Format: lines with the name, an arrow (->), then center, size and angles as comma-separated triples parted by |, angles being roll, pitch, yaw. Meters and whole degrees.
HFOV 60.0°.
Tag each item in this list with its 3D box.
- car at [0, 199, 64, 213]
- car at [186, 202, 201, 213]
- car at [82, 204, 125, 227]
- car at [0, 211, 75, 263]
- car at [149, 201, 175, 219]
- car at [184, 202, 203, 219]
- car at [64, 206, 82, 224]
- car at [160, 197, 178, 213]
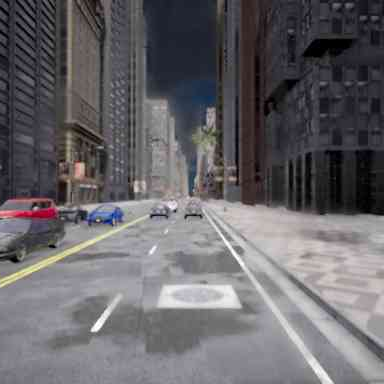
car -> -9.787, 1.408, 19.387 | 2.150, 2.045, 5.566 | 0, -1, 1
car -> 0.169, 2.016, 44.758 | 1.994, 1.385, 4.181 | 0, -1, 0
car -> -6.477, 1.728, 25.496 | 1.882, 1.535, 5.008 | 0, -1, 0
car -> -6.570, 1.669, 12.742 | 2.033, 1.411, 5.357 | 0, -1, 0
car -> -3.099, 1.878, 33.086 | 2.033, 1.411, 5.357 | 0, -1, 1
car -> 0.143, 1.880, 32.961 | 2.033, 1.411, 5.357 | 0, -1, 0
car -> -9.711, 1.826, 26.984 | 1.994, 1.385, 4.181 | 0, -1, 0
car -> -3.083, 1.664, 44.016 | 2.150, 2.045, 5.566 | 0, 0, 0
